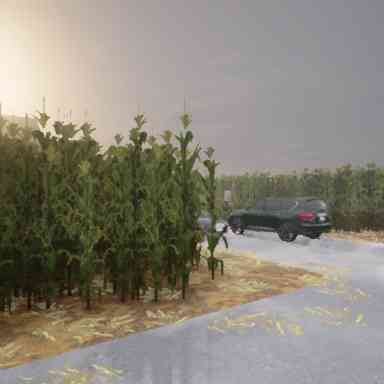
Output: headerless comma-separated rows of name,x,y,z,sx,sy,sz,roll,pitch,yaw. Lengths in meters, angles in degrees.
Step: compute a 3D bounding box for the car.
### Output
car,4.231,1.273,16.880,2.150,2.045,5.566,-1,0,-35
